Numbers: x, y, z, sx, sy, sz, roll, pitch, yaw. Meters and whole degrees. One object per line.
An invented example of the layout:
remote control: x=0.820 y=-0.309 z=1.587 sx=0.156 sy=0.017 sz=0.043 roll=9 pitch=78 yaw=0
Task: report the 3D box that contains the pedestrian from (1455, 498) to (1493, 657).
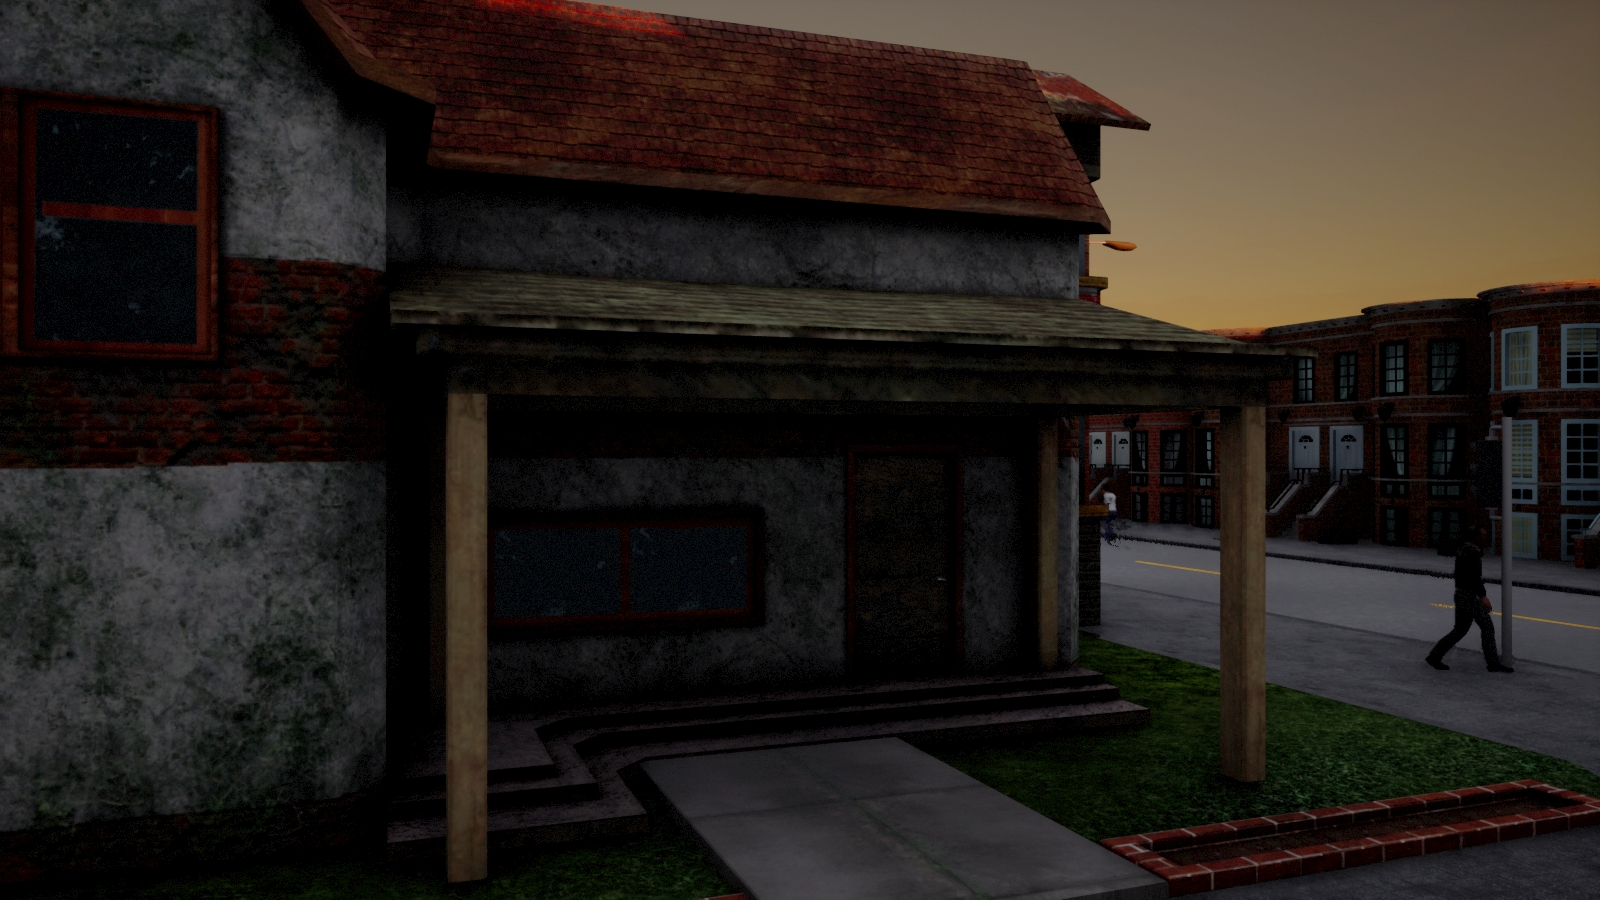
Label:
pedestrian: x=8.136 y=1.524 z=13.797 sx=0.375 sy=1.860 sz=0.375 roll=0 pitch=0 yaw=28
